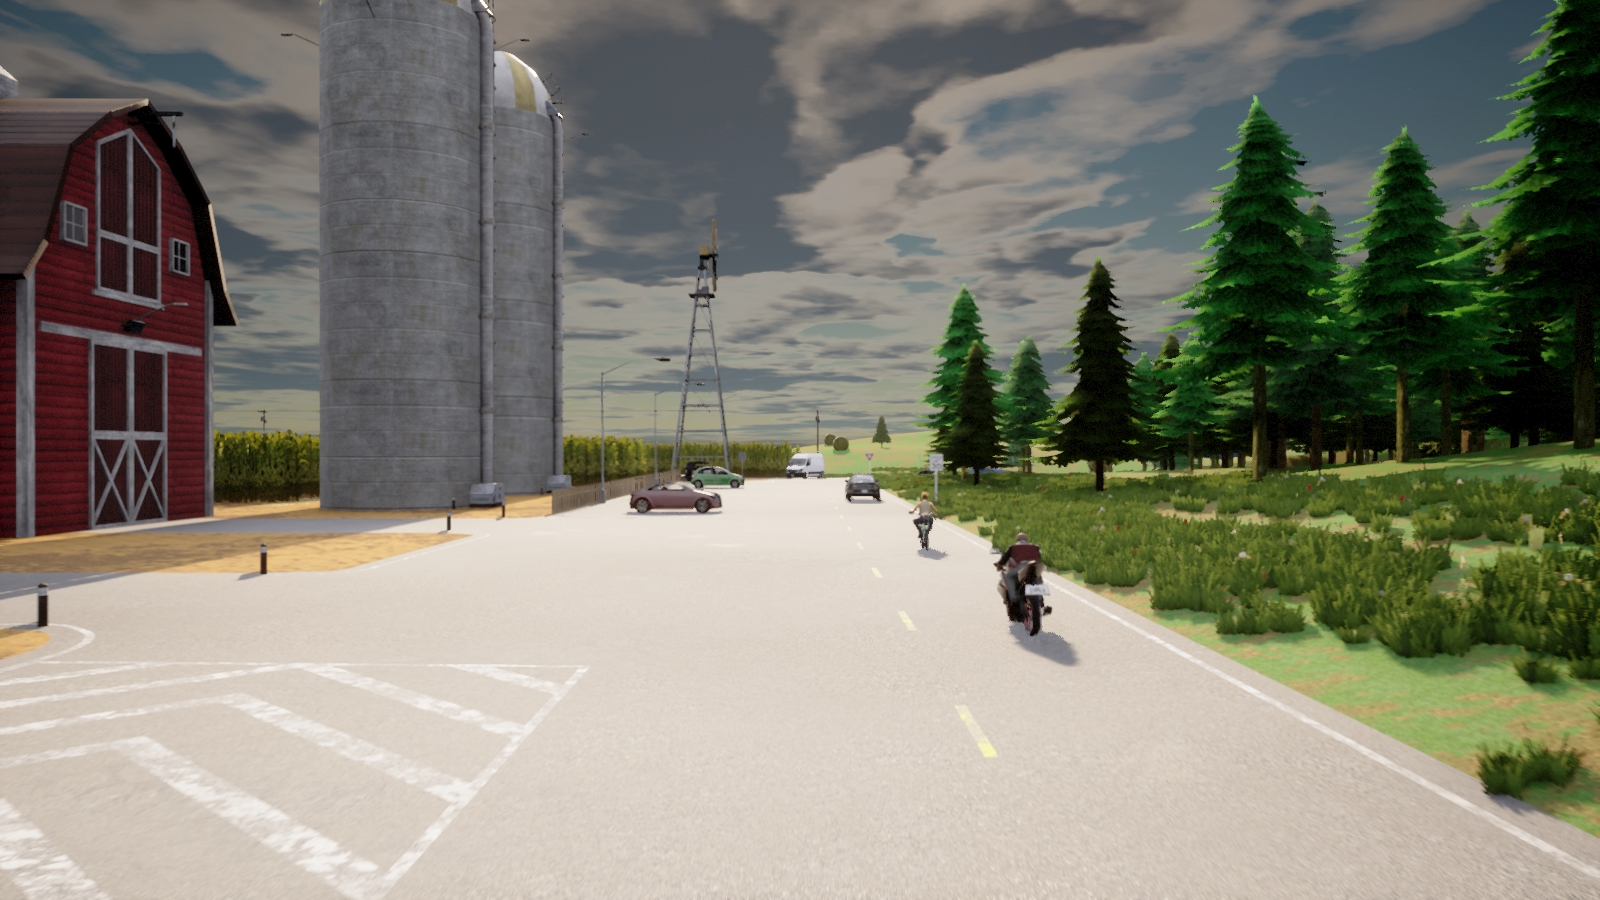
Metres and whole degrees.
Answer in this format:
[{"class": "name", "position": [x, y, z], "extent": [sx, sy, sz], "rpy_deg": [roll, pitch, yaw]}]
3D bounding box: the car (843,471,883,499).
[{"class": "car", "position": [3.502, 1.927, 64.181], "extent": [2.002, 1.442, 4.674], "rpy_deg": [0, 0, 0]}]

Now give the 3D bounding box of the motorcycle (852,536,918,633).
[{"class": "motorcycle", "position": [1.303, 2.061, 17.921], "extent": [0.867, 1.251, 2.209], "rpy_deg": [0, 0, 0]}]
